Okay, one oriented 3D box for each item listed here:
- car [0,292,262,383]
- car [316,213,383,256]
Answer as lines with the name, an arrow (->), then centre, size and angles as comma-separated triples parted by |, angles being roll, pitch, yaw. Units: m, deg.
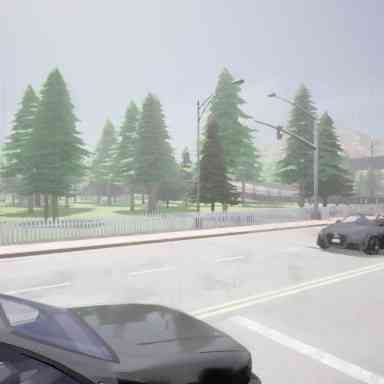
car -> -1.951, 1.547, 2.374 | 5.357, 1.411, 2.033 | 0, 0, -36
car -> 6.815, 1.564, 13.140 | 4.181, 1.385, 1.994 | 0, 0, -35
